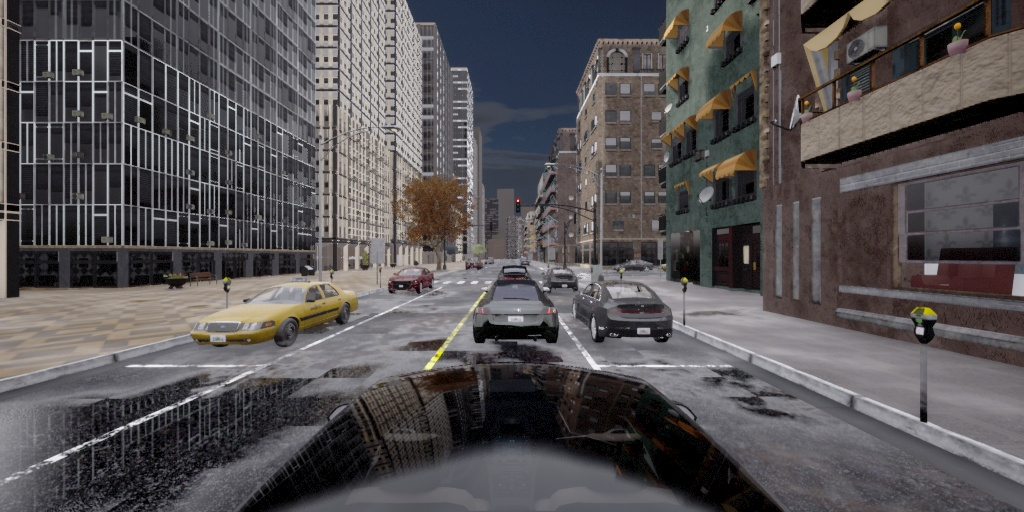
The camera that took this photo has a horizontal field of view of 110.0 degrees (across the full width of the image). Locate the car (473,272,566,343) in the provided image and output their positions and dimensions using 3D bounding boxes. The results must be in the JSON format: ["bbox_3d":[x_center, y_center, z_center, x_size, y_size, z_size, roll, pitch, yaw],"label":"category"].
[{"bbox_3d":[0.092,1.315,9.659,1.994,1.385,4.181,0,0,0],"label":"car"}]

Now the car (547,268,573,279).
[{"bbox_3d":[2.701,1.305,20.576,2.007,1.370,4.403,0,0,0],"label":"car"}]

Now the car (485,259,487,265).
[{"bbox_3d":[-5.655,1.356,58.492,1.948,1.339,4.313,0,0,0],"label":"car"}]

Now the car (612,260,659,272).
[{"bbox_3d":[13.459,1.108,39.985,4.403,1.370,2.007,0,0,-1],"label":"car"}]

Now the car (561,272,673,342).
[{"bbox_3d":[2.694,1.301,9.510,2.007,1.370,4.403,0,0,0],"label":"car"}]

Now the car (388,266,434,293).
[{"bbox_3d":[-5.679,1.299,20.582,1.888,1.381,4.507,0,0,0],"label":"car"}]

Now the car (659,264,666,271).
[{"bbox_3d":[18.857,1.006,40.037,4.829,1.417,1.751,0,0,-1],"label":"car"}]

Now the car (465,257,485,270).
[{"bbox_3d":[-5.659,1.098,52.969,2.192,1.841,5.009,0,0,0],"label":"car"}]

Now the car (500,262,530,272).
[{"bbox_3d":[0.116,1.259,19.708,1.837,1.490,4.892,0,0,-1],"label":"car"}]

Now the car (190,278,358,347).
[{"bbox_3d":[-5.686,1.276,9.346,1.751,1.417,4.829,0,0,0],"label":"car"}]
